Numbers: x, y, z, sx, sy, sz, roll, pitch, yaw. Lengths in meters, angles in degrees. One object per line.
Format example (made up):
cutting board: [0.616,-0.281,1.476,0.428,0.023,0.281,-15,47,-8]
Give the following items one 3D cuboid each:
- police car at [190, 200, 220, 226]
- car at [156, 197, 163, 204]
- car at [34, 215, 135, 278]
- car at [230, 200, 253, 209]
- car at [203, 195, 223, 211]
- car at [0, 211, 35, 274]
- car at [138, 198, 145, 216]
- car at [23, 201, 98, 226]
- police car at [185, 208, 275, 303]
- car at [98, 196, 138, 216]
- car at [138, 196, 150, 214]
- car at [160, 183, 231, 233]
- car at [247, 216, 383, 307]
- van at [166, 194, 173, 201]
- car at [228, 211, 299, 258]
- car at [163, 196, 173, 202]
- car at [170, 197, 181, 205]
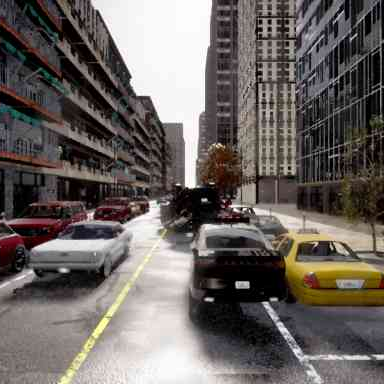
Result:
police car: [0.845,1.441,24.426,1.930,1.638,5.238,0,0,0]
car: [-5.832,1.678,64.405,1.947,1.339,4.313,0,0,0]
car: [-3.125,1.605,10.318,1.895,1.301,4.718,0,0,0]
car: [2.652,1.451,19.118,1.967,1.590,4.097,0,0,0]
car: [2.601,1.360,41.771,2.192,1.841,5.009,0,0,0]
car: [-5.702,1.443,7.772,1.967,1.590,4.097,0,0,0]
car: [-5.754,1.549,30.256,1.752,1.417,4.829,0,0,0]
car: [-5.714,1.322,13.436,2.192,1.841,5.009,0,0,0]
police car: [0.881,1.429,8.426,1.930,1.638,5.238,0,0,0]
car: [-5.740,1.331,24.762,2.192,1.841,5.009,0,0,0]
car: [-5.766,1.348,36.090,2.192,1.841,5.009,0,0,0]
car: [-0.192,1.208,18.369,2.150,2.045,5.566,-2,-19,-19]
car: [2.677,1.528,7.961,1.752,1.417,4.829,0,0,0]
van: [-5.882,1.539,87.060,1.690,1.788,3.998,0,0,0]
car: [2.664,1.573,13.455,1.947,1.339,4.313,0,0,0]
car: [-5.870,1.739,81.394,1.947,1.339,4.313,0,0,0]
car: [-3.141,1.633,63.143,1.812,1.442,4.674,0,0,0]
